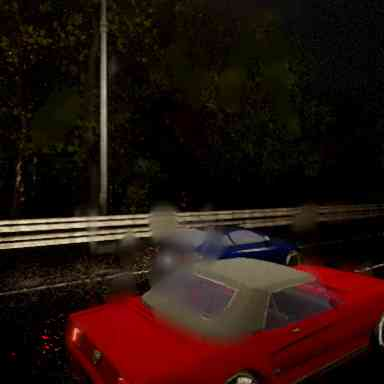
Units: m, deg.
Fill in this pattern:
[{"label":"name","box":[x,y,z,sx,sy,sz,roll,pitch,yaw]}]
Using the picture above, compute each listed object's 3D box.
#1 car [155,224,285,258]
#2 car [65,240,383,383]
[{"label":"car","box":[1.076,1.565,8.843,4.181,1.385,1.994,0,0,-36]},{"label":"car","box":[0.968,1.601,4.451,4.718,1.301,1.895,0,0,-36]}]
